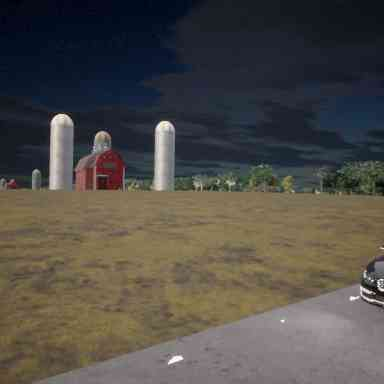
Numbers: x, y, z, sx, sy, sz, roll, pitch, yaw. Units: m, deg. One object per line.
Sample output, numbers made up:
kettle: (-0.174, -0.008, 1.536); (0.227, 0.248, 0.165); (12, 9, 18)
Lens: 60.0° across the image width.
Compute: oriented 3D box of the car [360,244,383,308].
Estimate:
car: (5.421, 1.503, 6.910); (4.892, 1.490, 1.837); (0, 0, -35)
